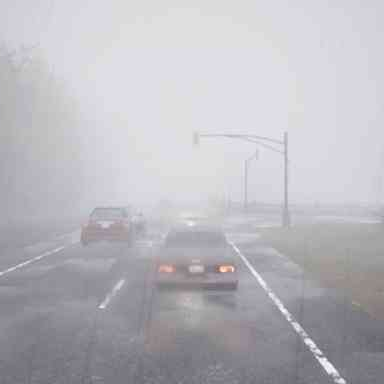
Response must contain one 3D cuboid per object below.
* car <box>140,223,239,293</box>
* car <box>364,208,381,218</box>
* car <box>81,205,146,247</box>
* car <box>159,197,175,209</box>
[{"bbox_3d":[0.099,1.547,8.988,2.033,1.411,5.357,0,0,0],"label":"car"},{"bbox_3d":[19.480,1.807,31.688,5.357,1.411,2.033,1,-1,0],"label":"car"},{"bbox_3d":[-3.404,1.352,15.183,2.097,1.767,4.553,0,0,0],"label":"car"},{"bbox_3d":[-3.411,1.499,45.210,1.837,1.490,4.892,0,0,0],"label":"car"}]
